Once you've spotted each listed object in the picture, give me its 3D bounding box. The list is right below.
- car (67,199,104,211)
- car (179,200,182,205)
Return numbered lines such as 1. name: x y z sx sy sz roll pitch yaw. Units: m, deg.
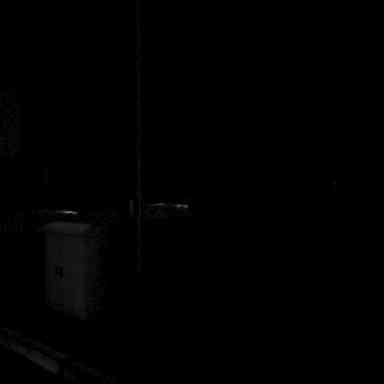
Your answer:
1. car: -12.315 1.475 38.599 1.994 1.385 4.181 0 0 32
2. car: -0.376 1.380 57.290 1.882 1.535 5.008 0 0 33
